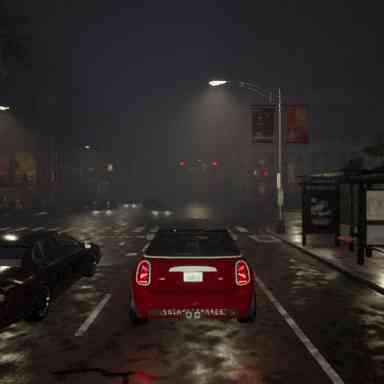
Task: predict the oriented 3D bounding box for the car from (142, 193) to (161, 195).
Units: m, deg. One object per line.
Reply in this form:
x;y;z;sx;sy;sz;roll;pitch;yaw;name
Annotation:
-7.735;1.219;63.371;2.150;2.045;5.566;0;0;0;car

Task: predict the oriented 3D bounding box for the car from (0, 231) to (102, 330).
-3.494;1.547;7.141;2.033;1.411;5.357;0;0;0;car

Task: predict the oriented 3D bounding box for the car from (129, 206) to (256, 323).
0.006;1.352;7.348;2.097;1.767;4.553;0;0;0;car

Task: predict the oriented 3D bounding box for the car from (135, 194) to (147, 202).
-11.313;1.355;74.519;2.097;1.767;4.553;0;0;-1;car

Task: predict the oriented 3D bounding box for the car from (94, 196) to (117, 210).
-11.054;1.352;42.618;2.097;1.767;4.553;0;0;-1;car

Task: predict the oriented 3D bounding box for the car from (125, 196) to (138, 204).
-11.226;1.601;62.048;1.895;1.301;4.718;0;0;0;car

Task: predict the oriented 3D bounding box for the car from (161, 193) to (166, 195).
-7.825;1.225;75.685;2.150;2.045;5.566;0;0;-1;car

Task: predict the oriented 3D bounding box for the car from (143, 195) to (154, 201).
-11.204;1.552;85.613;1.994;1.385;4.181;0;0;3;car

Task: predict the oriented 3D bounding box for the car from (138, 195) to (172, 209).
-4.784;1.477;42.300;1.882;1.535;5.008;-1;0;-30;car
